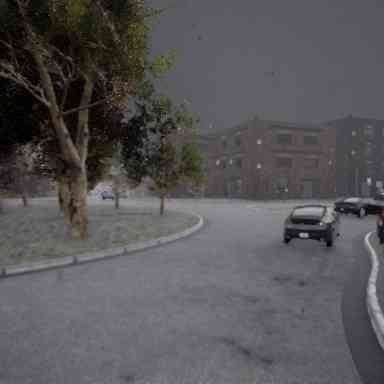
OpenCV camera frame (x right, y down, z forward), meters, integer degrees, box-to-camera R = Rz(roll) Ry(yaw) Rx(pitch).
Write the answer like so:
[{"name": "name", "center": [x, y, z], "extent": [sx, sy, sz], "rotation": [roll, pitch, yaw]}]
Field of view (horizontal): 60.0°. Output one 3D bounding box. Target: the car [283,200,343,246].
[{"name": "car", "center": [5.290, 1.320, 14.469], "extent": [1.837, 1.490, 4.892], "rotation": [0, 1, 28]}]

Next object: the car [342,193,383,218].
[{"name": "car", "center": [13.044, 1.084, 25.726], "extent": [5.008, 1.535, 1.882], "rotation": [-1, 2, -34]}]

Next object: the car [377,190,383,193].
[{"name": "car", "center": [27.492, 0.462, 47.366], "extent": [2.185, 1.767, 4.553], "rotation": [-1, 1, -23]}]

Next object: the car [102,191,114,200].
[{"name": "car", "center": [-13.945, 0.565, 55.372], "extent": [2.033, 1.411, 5.357], "rotation": [0, 0, -17]}]
